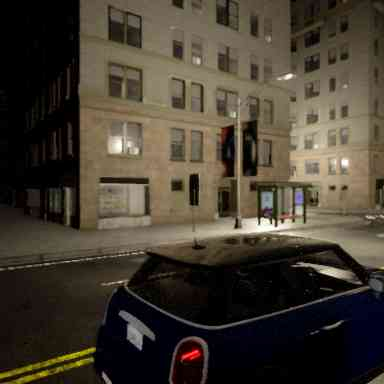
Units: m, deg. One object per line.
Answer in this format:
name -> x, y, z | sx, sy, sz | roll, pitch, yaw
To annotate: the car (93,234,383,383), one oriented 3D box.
car -> 1.198, 1.344, 4.293 | 4.553, 1.767, 2.097 | 0, 0, -36
